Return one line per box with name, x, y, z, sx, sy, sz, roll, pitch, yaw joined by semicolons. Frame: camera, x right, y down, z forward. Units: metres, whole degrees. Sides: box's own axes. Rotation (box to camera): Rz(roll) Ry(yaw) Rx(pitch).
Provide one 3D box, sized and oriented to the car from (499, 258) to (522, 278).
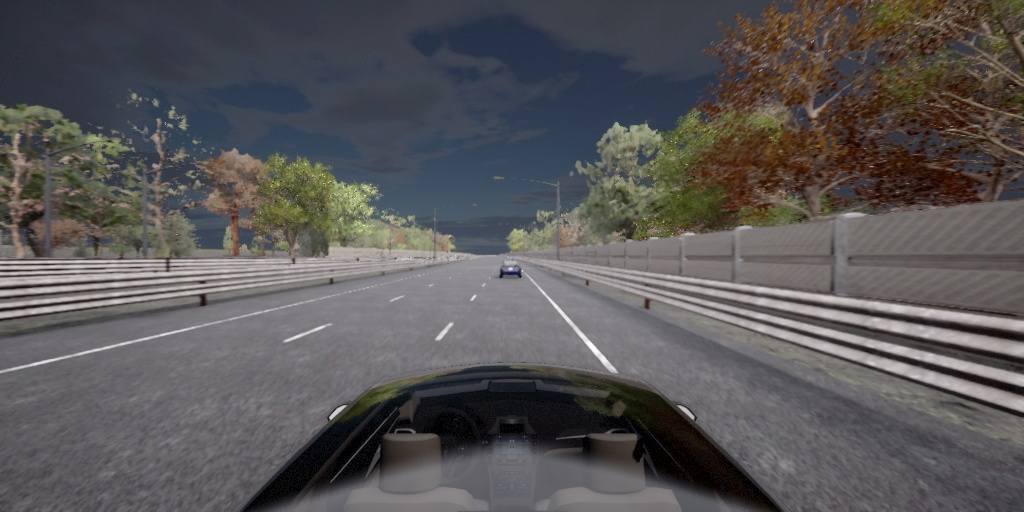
car;-0.137;1.157;33.059;2.163;1.488;4.792;0;0;-1
